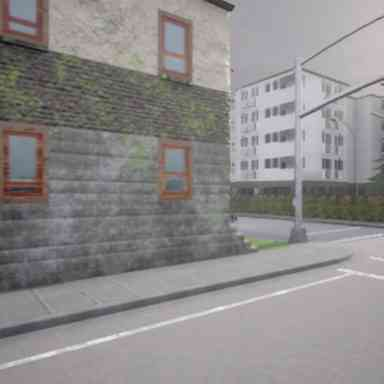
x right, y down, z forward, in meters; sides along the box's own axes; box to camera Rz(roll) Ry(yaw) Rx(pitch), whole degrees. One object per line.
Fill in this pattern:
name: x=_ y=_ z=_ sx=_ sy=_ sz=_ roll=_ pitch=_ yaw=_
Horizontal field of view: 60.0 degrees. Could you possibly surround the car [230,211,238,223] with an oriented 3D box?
car: x=1.706 y=1.741 z=26.589 sx=1.994 sy=1.385 sz=4.181 roll=0 pitch=0 yaw=-36
